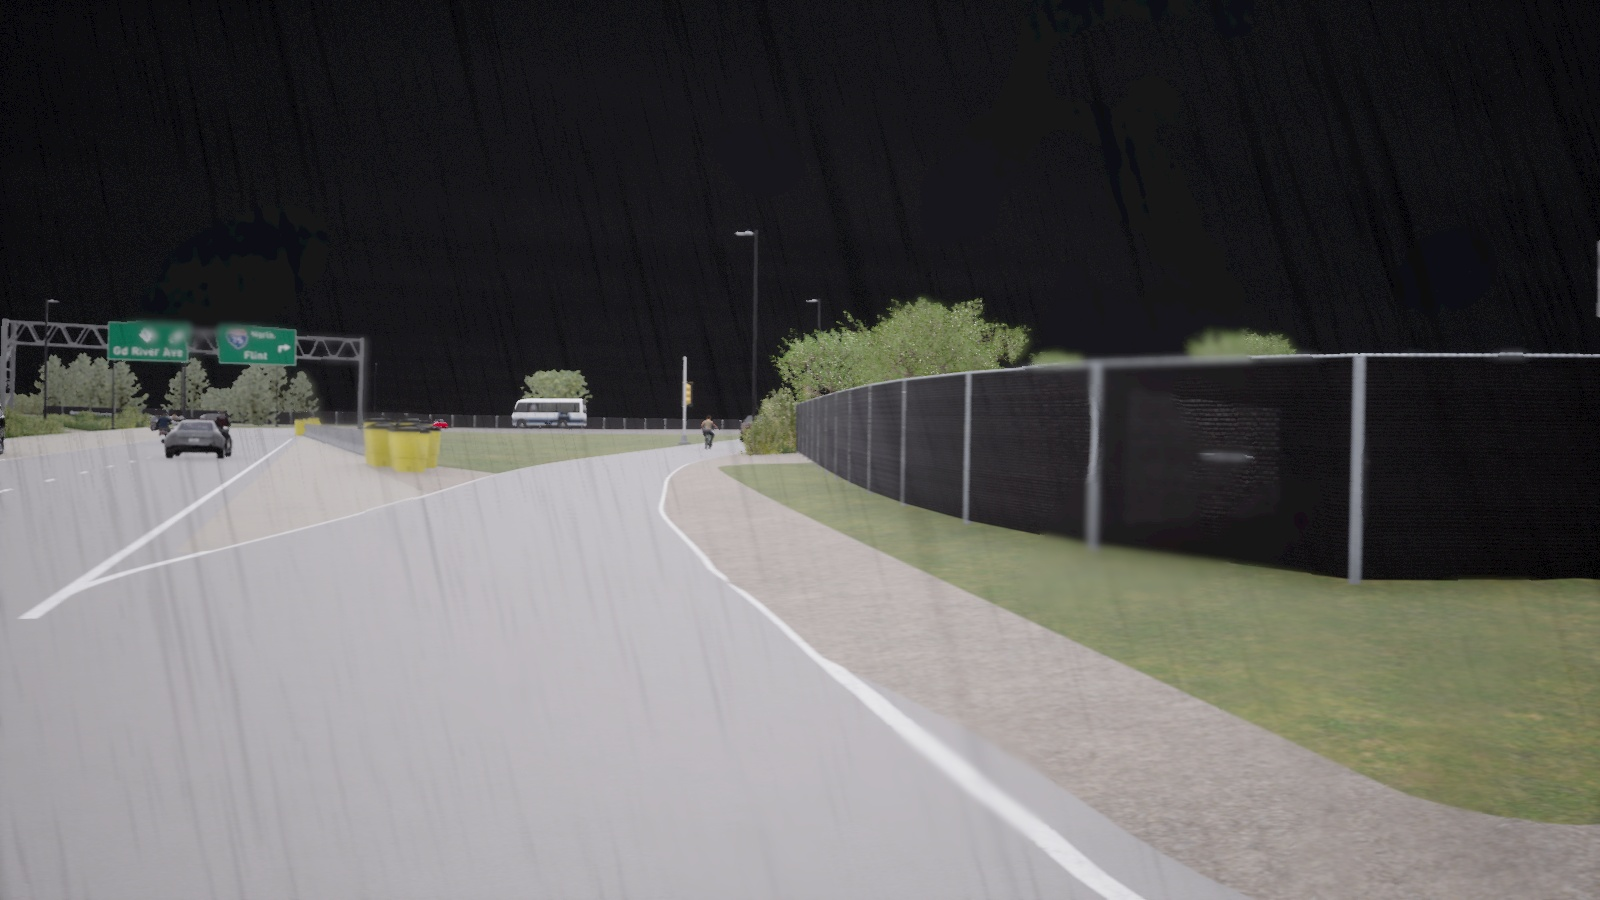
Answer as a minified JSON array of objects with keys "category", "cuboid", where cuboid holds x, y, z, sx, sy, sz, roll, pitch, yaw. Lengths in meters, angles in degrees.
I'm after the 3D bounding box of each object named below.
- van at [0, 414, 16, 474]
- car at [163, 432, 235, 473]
[{"category":"van","cuboid":[-27.850,-0.190,41.855,2.069,2.038,4.480,-1,1,-21]},{"category":"car","cuboid":[-21.851,0.063,45.786,1.994,1.385,4.181,-1,1,-21]}]
